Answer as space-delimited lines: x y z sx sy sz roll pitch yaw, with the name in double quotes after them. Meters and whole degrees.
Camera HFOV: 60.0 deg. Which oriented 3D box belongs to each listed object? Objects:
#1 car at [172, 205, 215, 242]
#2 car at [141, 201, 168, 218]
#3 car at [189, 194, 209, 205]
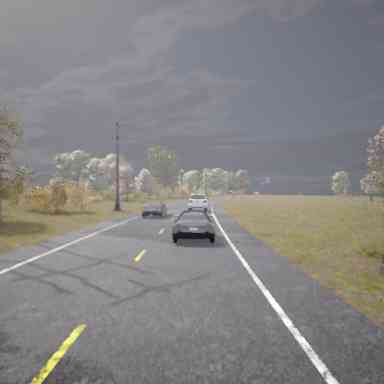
0.088 1.566 16.395 1.994 1.385 4.181 0 0 1 "car"
-3.300 1.553 30.325 2.033 1.411 5.357 0 0 2 "car"
0.780 1.223 39.719 2.150 2.045 5.566 0 0 3 "car"
